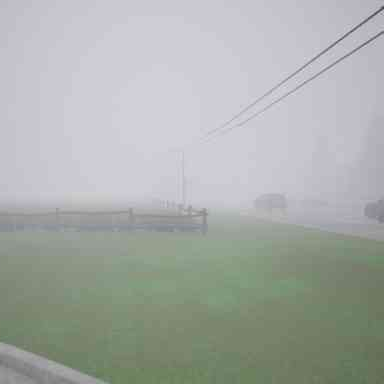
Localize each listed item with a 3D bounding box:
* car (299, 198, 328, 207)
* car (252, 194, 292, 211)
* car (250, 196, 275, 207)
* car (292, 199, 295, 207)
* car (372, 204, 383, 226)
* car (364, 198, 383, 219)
[{"bbox_3d":[18.160,1.547,49.872,2.033,1.411,5.357,0,0,-12],"label":"car"},{"bbox_3d":[9.413,1.221,40.298,2.150,2.045,5.566,0,0,-12],"label":"car"},{"bbox_3d":[10.772,1.477,51.038,1.882,1.535,5.008,0,0,-12],"label":"car"},{"bbox_3d":[14.194,1.477,51.778,1.882,1.535,5.008,0,0,-12],"label":"car"},{"bbox_3d":[13.575,1.601,20.102,1.895,1.301,4.718,0,0,-12],"label":"car"},{"bbox_3d":[15.989,1.221,25.729,2.150,2.045,5.566,0,0,-12],"label":"car"}]
